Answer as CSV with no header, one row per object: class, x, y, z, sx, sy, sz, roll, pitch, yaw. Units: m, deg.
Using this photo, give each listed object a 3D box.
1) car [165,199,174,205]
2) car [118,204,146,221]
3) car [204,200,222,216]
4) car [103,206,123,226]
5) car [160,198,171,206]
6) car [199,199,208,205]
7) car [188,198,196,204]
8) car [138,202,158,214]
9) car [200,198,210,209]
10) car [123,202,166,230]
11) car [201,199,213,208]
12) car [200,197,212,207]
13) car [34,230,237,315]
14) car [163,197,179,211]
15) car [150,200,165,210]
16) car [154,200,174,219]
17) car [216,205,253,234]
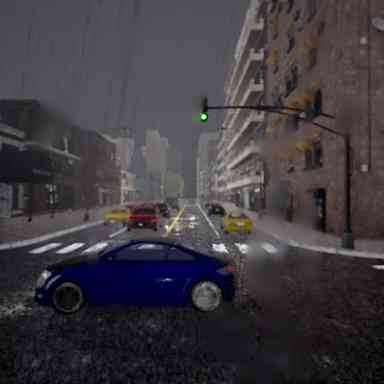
car,-5.683,2.450,83.290,1.947,1.339,4.313,0,-1,0
car,-5.682,1.879,32.025,1.887,1.381,4.507,1,-1,0
car,2.698,1.975,37.715,1.947,1.339,4.313,0,-1,0
car,-5.682,1.802,26.158,1.752,1.417,4.829,1,-1,0
car,-5.681,2.197,71.900,1.967,1.590,4.097,0,-1,0
car,2.698,2.419,77.591,1.802,1.307,4.206,0,-1,0
car,0.004,2.508,89.975,2.033,1.411,5.357,0,-1,0
car,-5.682,1.995,43.418,1.887,1.381,4.507,1,-1,0
car,2.698,2.137,54.805,2.008,1.369,4.403,0,-1,0
car,-3.096,1.724,22.564,1.882,1.535,5.008,0,-1,0
car,2.699,2.088,60.502,1.967,1.590,4.097,0,-1,0
car,2.700,2.025,66.201,2.192,1.841,5.009,0,-1,0
car,-1.126,1.681,7.313,4.181,1.385,1.994,0,-1,0
car,-3.055,1.746,49.860,2.150,2.045,5.566,0,-1,1
car,-5.683,2.120,54.809,2.008,1.369,4.403,0,-1,0
car,-3.093,1.857,33.428,1.837,1.490,4.892,0,0,0
car,2.699,1.767,20.797,1.752,1.417,4.829,1,-1,0
